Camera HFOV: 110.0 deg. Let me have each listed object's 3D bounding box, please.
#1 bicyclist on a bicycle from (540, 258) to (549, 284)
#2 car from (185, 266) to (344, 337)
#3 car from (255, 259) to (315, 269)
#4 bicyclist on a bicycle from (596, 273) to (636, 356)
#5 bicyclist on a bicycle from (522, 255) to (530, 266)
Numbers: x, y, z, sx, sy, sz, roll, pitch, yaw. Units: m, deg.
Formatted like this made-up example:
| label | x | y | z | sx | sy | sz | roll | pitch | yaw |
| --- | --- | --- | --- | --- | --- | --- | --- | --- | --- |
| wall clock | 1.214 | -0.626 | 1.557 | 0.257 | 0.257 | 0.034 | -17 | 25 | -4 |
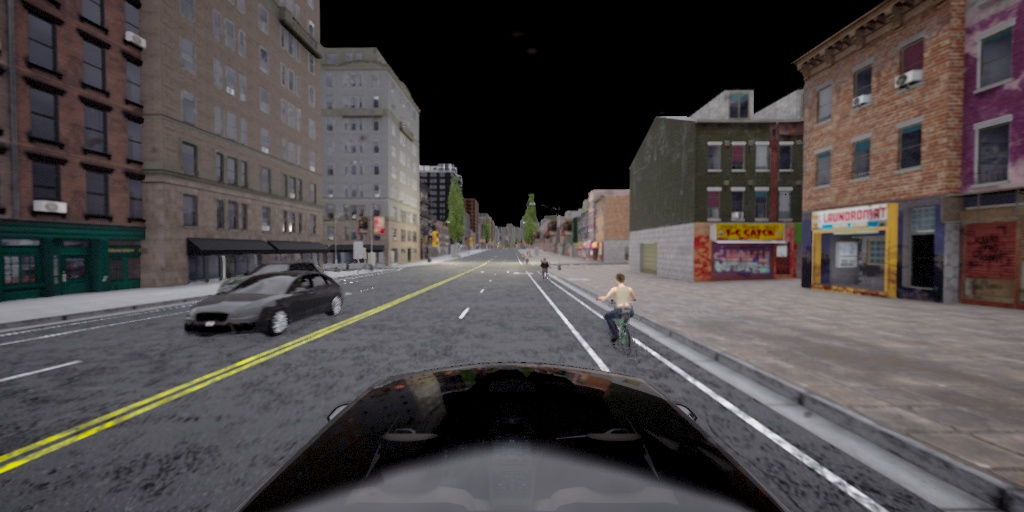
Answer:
| label | x | y | z | sx | sy | sz | roll | pitch | yaw |
| --- | --- | --- | --- | --- | --- | --- | --- | --- | --- |
| bicyclist on a bicycle | 2.251 | 0.985 | 24.685 | 0.659 | 1.776 | 1.843 | 0 | 1 | 0 |
| car | -6.600 | 1.217 | 10.264 | 1.837 | 1.490 | 4.892 | 0 | 0 | 0 |
| car | -9.849 | 1.035 | 15.116 | 2.097 | 1.767 | 4.553 | 0 | 0 | 0 |
| bicyclist on a bicycle | 2.243 | 1.161 | 7.532 | 0.866 | 1.612 | 1.509 | 0 | 0 | 0 |
| bicyclist on a bicycle | 2.257 | 0.622 | 52.981 | 0.866 | 1.612 | 1.509 | 1 | -2 | 0 |
